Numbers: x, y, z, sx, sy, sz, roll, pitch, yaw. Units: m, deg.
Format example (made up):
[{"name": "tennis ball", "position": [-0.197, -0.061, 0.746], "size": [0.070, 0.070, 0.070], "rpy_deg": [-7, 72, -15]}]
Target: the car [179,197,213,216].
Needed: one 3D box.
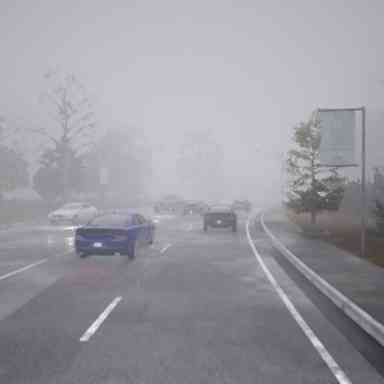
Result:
[{"name": "car", "position": [0.464, 1.506, 31.914], "size": [1.837, 1.490, 4.892], "rpy_deg": [0, 0, 13]}]

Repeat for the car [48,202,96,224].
[{"name": "car", "position": [-8.433, 1.492, 24.037], "size": [1.812, 1.442, 4.674], "rpy_deg": [0, 0, 10]}]

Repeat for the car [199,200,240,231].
[{"name": "car", "position": [1.845, 1.486, 20.606], "size": [1.882, 1.535, 5.008], "rpy_deg": [0, 0, 9]}]

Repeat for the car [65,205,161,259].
[{"name": "car", "position": [-2.682, 1.469, 12.657], "size": [1.882, 1.535, 5.008], "rpy_deg": [0, 0, 5]}]

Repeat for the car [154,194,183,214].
[{"name": "car", "position": [-2.337, 1.207, 36.115], "size": [2.150, 2.045, 5.566], "rpy_deg": [0, 0, 15]}]

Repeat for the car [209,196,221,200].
[{"name": "car", "position": [4.050, 1.503, 64.146], "size": [2.128, 1.511, 4.902], "rpy_deg": [0, 0, 25]}]

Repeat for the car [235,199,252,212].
[{"name": "car", "position": [5.777, 1.516, 38.484], "size": [2.128, 1.511, 4.902], "rpy_deg": [0, 0, 16]}]
